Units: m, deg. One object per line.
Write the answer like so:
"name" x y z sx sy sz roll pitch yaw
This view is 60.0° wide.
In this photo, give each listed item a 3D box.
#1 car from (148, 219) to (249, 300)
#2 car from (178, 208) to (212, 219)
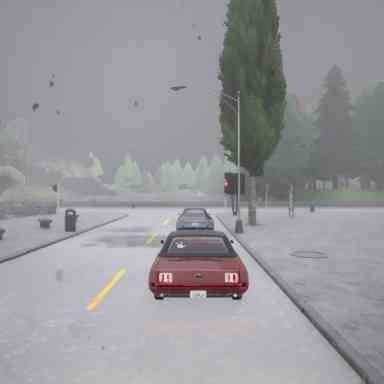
"car" 0.127 1.601 8.351 1.895 1.301 4.718 0 0 0
"car" 0.162 1.564 18.390 1.994 1.385 4.181 0 0 0
